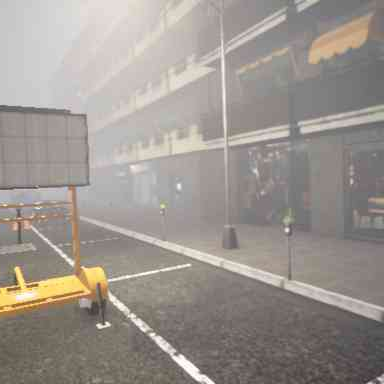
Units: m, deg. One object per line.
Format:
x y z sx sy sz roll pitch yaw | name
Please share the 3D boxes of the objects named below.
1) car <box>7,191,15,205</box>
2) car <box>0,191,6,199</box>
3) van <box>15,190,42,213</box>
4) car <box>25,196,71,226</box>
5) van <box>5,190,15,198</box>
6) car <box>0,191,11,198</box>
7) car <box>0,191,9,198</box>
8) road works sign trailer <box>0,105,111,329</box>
-19.907 0.904 38.522 1.887 1.381 4.507 -4 3 -31 | car
-37.239 0.604 66.765 1.947 1.339 4.313 -4 2 -31 | car
-14.139 0.812 29.101 1.690 1.788 3.998 -4 3 -31 | van
-8.352 1.135 19.696 2.008 1.369 4.403 -4 3 -31 | car
-22.805 0.647 43.221 1.690 1.788 3.998 -4 3 -31 | van
-40.218 0.512 71.614 1.752 1.417 4.829 -4 2 -31 | car
-43.108 0.462 76.321 1.752 1.417 4.829 -4 2 -31 | car
-3.009 0.349 5.751 2.380 3.560 2.880 -4 2 -31 | road works sign trailer
